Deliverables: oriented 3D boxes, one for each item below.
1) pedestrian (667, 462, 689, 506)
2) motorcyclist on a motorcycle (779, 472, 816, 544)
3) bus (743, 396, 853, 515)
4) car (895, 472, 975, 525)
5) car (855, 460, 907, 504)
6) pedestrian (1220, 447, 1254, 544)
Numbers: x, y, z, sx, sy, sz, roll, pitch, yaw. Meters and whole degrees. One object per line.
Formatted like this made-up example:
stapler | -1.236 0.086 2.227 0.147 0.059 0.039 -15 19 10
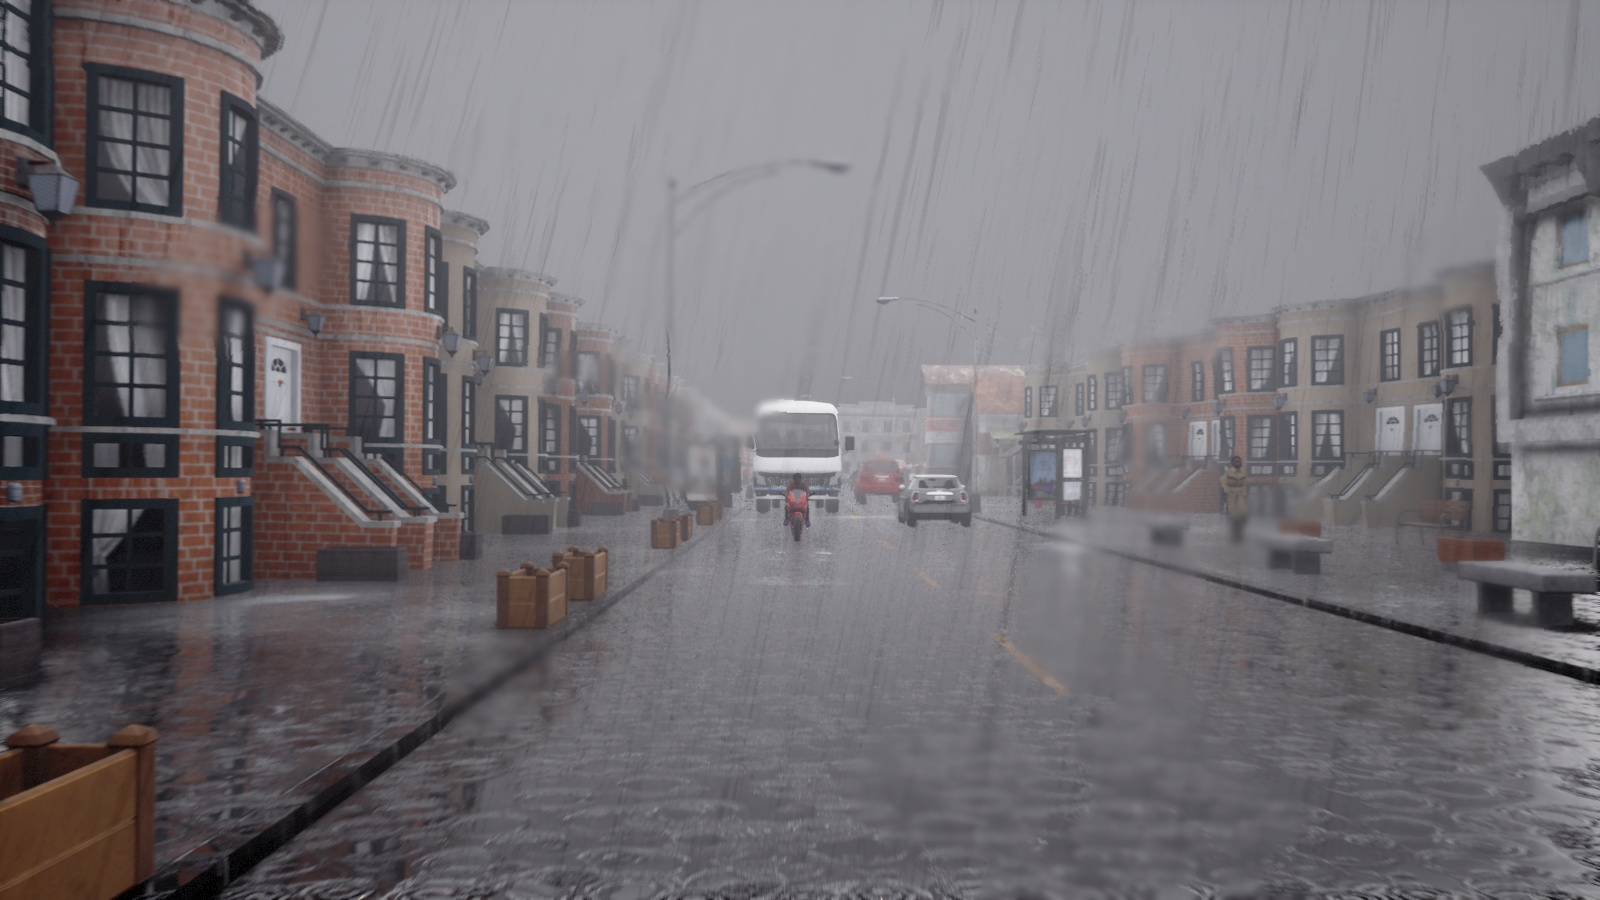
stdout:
pedestrian | -5.253 1.452 54.155 0.874 1.855 0.900 0 -1 -9
motorcyclist on a motorcycle | -0.053 1.266 28.036 0.797 1.523 2.044 0 -1 0
bus | -0.079 0.278 50.150 3.944 4.253 10.273 0 -1 0
car | 3.940 1.387 37.200 1.970 1.475 3.806 0 -1 0
car | 3.919 1.547 61.451 2.150 2.045 5.566 0 -1 0
pedestrian | 8.785 0.912 25.260 0.396 1.930 0.692 0 -1 -2
